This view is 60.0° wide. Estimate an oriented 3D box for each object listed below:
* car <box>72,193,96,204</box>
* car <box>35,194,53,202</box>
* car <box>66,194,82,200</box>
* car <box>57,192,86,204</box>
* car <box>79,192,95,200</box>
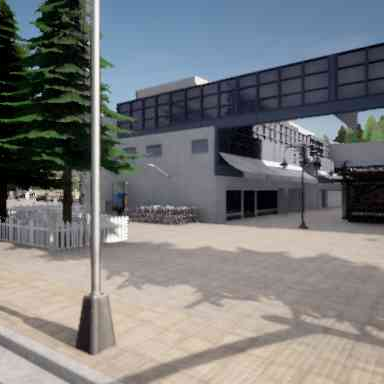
[{"bbox_3d":[-18.286,1.054,56.147,3.866,1.878,1.905,0,0,36],"label":"car"},{"bbox_3d":[-30.868,1.267,69.609,4.514,1.523,2.007,0,0,36],"label":"car"},{"bbox_3d":[-29.837,1.326,84.221,3.806,1.475,1.970,0,0,36],"label":"car"},{"bbox_3d":[-19.663,1.075,53.556,4.605,1.855,1.932,0,0,36],"label":"car"},{"bbox_3d":[-27.386,1.042,86.549,3.866,1.878,1.905,0,0,36],"label":"car"}]
